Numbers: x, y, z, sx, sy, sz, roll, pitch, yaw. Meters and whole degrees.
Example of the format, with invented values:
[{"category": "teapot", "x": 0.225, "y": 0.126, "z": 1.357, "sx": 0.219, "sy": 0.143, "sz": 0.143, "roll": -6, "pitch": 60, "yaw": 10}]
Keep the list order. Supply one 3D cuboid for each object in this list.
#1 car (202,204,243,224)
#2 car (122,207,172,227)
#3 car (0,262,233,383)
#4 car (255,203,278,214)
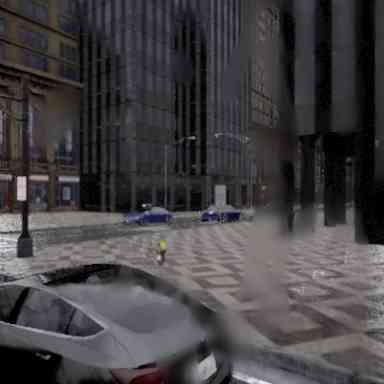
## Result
[{"category": "car", "x": 2.841, "y": 1.833, "z": 29.929, "sx": 2.097, "sy": 1.767, "sz": 4.553, "roll": 0, "pitch": -1, "yaw": 36}, {"category": "car", "x": -3.444, "y": 1.911, "z": 26.628, "sx": 1.812, "sy": 1.442, "sz": 4.674, "roll": 0, "pitch": -1, "yaw": 36}, {"category": "car", "x": -1.580, "y": 1.578, "z": 4.086, "sx": 4.313, "sy": 1.339, "sz": 1.947, "roll": 0, "pitch": 0, "yaw": 35}, {"category": "car", "x": 10.347, "y": 2.235, "z": 45.843, "sx": 1.837, "sy": 1.490, "sz": 4.892, "roll": 0, "pitch": -1, "yaw": 36}]
